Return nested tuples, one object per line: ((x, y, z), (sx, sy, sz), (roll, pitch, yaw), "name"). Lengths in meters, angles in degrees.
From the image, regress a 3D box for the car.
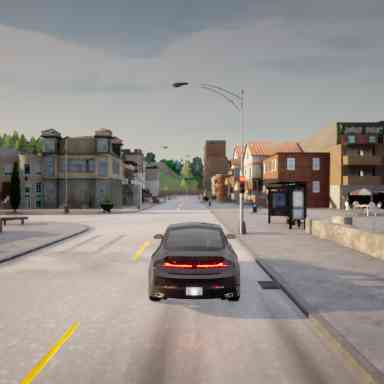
((0.062, 1.505, 8.294), (1.837, 1.490, 4.892), (0, 0, 1), "car")
